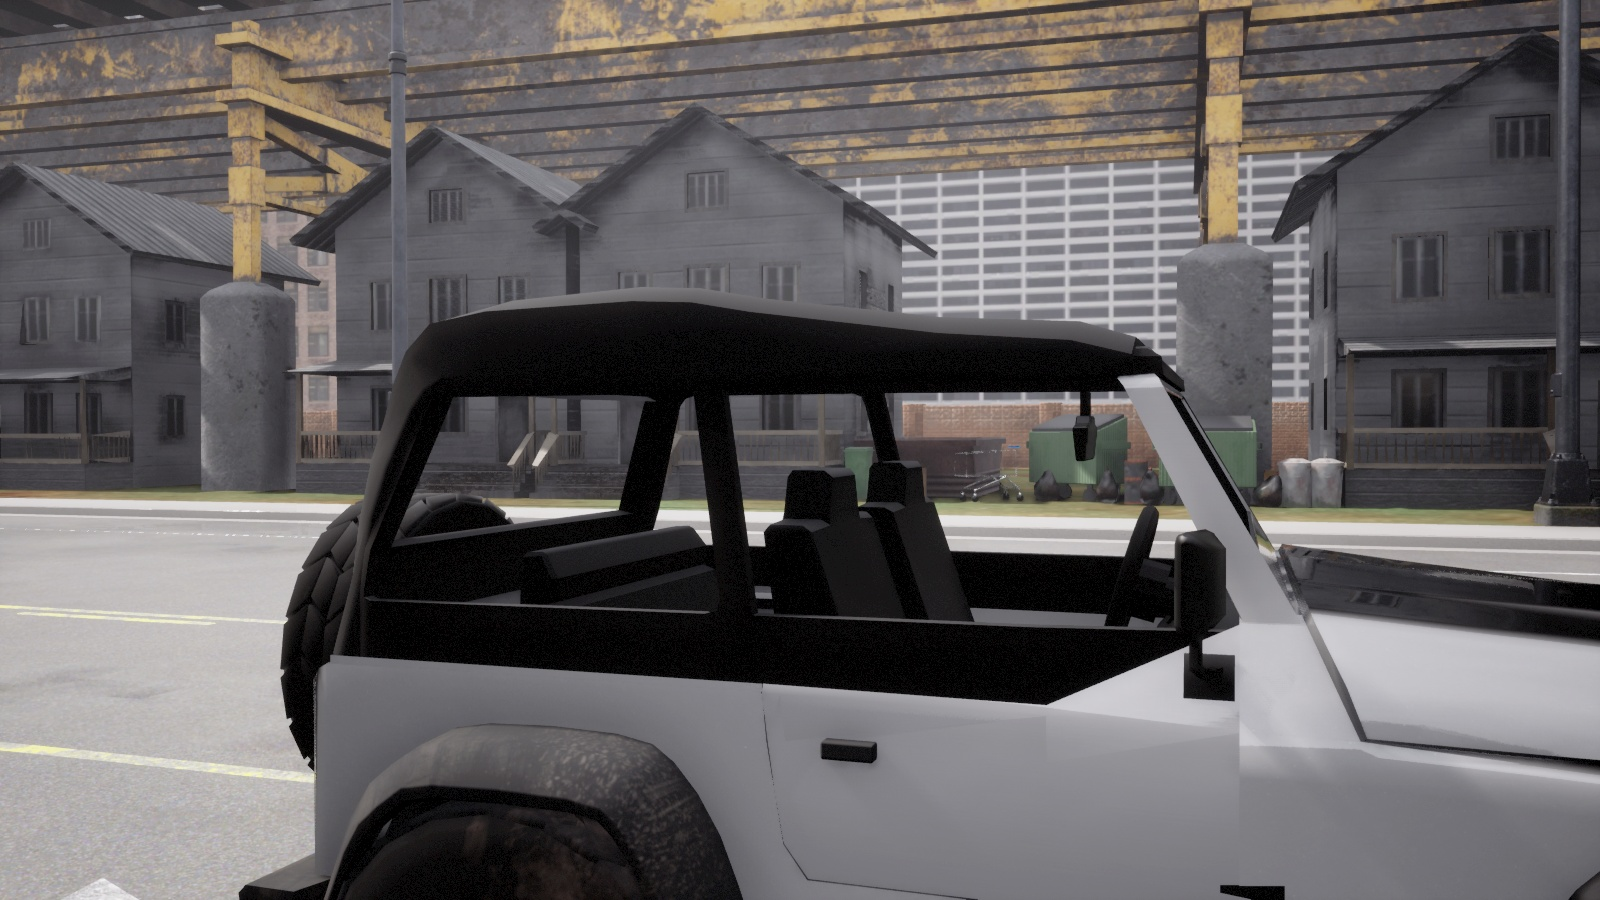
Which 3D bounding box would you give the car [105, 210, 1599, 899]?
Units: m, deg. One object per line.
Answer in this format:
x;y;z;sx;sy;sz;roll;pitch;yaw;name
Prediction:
0.641;0.577;2.981;3.866;1.878;1.905;1;1;19;car
